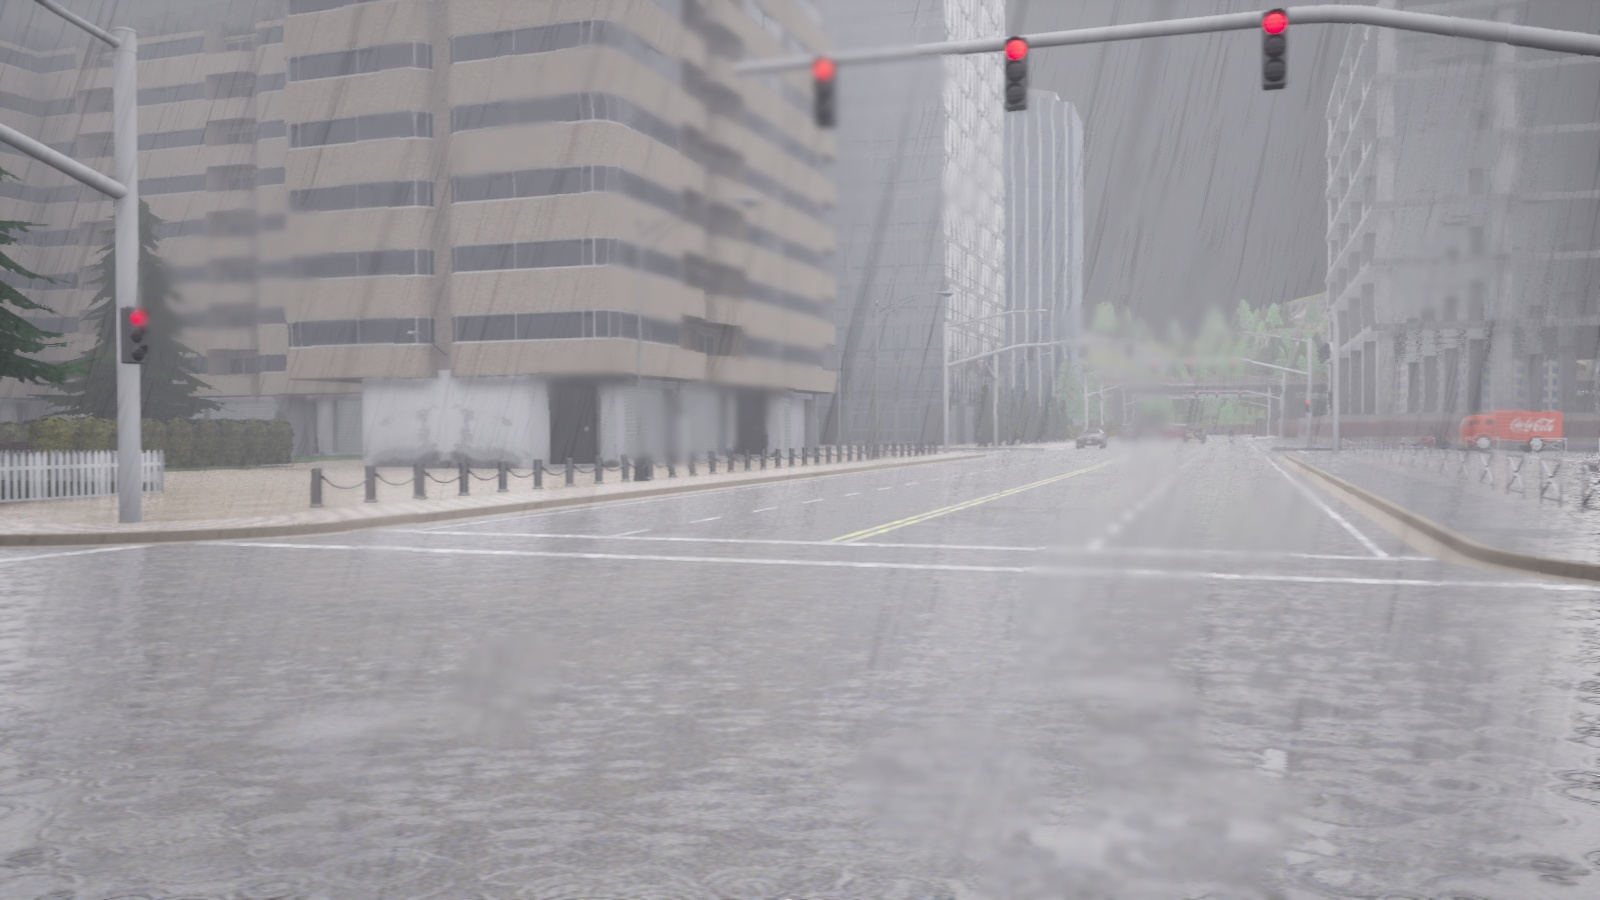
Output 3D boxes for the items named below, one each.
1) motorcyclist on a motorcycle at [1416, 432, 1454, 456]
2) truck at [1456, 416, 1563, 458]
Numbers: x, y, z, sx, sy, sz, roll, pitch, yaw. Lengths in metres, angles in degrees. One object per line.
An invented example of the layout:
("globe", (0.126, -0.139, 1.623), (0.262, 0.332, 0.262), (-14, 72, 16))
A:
("motorcyclist on a motorcycle", (40.516, -0.379, 80.171), (2.044, 1.523, 0.797), (1, 1, 19))
("truck", (42.710, -0.772, 75.723), (5.204, 2.467, 2.627), (0, 1, 19))
